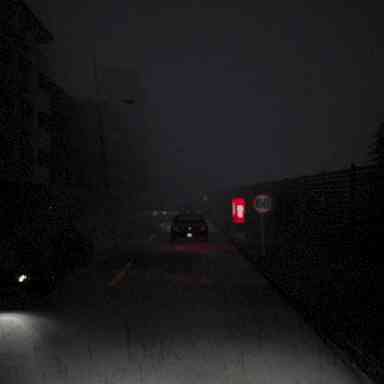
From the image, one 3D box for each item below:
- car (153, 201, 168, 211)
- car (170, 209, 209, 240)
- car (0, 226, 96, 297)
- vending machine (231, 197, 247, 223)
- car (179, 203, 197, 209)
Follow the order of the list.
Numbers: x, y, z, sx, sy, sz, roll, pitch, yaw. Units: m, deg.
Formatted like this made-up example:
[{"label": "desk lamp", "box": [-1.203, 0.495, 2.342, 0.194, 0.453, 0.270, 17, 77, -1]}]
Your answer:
[{"label": "car", "box": [-4.872, 2.197, 51.943, 1.837, 1.490, 4.892, -1, -1, -1]}, {"label": "car", "box": [-0.161, 1.831, 18.359, 1.895, 1.301, 4.718, -1, -1, -1]}, {"label": "car", "box": [-4.210, 1.707, 9.338, 2.033, 1.411, 5.357, -1, -1, -1]}, {"label": "vending machine", "box": [3.888, 1.498, 27.554, 1.100, 2.100, 0.880, -1, -1, -1]}, {"label": "car", "box": [-0.474, 1.961, 37.518, 2.128, 1.511, 4.902, -1, -1, -1]}]
